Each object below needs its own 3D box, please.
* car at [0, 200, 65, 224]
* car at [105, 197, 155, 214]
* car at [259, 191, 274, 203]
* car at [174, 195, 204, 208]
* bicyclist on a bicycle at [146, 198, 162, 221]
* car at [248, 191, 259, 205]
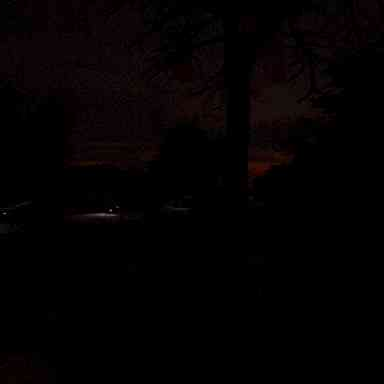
[{"bbox_3d":[-11.350,1.316,23.581,1.812,1.442,4.674,2,2,37],"label":"car"},{"bbox_3d":[-5.630,1.214,31.447,2.033,1.411,5.357,2,2,35],"label":"car"},{"bbox_3d":[13.143,0.943,58.881,2.150,2.045,5.566,1,0,22],"label":"car"},{"bbox_3d":[-0.259,1.083,39.847,1.812,1.442,4.674,1,1,31],"label":"car"},{"bbox_3d":[-2.791,1.285,24.299,1.656,1.620,0.582,0,0,36],"label":"bicyclist on a bicycle"},{"bbox_3d":[7.166,0.829,46.440,2.150,2.045,5.566,1,1,28],"label":"car"}]
